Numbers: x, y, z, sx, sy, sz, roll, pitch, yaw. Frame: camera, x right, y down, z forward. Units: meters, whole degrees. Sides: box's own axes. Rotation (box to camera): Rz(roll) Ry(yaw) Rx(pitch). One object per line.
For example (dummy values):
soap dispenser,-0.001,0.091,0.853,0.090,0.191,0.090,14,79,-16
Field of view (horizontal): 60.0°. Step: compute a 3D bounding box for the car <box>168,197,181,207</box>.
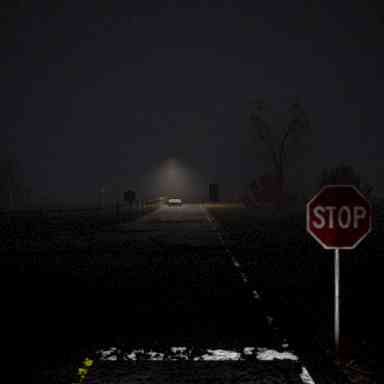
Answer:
car,-2.686,1.528,51.356,1.812,1.442,4.674,0,0,0
